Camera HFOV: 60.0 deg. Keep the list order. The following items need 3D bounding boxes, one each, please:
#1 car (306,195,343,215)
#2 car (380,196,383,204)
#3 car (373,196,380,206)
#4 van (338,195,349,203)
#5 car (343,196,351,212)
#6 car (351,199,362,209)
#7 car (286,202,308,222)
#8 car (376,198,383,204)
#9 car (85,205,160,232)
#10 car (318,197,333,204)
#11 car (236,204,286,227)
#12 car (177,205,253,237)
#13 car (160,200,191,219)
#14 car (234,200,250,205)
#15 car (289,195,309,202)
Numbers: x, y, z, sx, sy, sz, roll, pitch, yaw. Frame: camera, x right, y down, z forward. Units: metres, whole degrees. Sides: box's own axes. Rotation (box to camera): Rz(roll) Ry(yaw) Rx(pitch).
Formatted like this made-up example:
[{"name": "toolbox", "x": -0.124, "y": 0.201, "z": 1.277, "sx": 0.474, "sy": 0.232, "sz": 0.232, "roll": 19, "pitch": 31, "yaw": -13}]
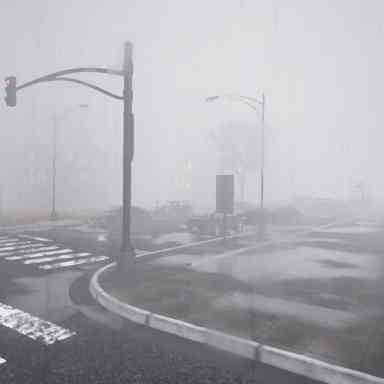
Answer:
[{"name": "car", "x": 15.138, "y": 1.569, "z": 37.805, "sx": 2.192, "sy": 1.841, "sz": 5.009, "roll": 1, "pitch": 0, "yaw": 36}, {"name": "car", "x": 41.369, "y": 1.784, "z": 73.637, "sx": 2.192, "sy": 1.841, "sz": 5.009, "roll": 1, "pitch": 0, "yaw": 36}, {"name": "car", "x": 34.892, "y": 1.940, "z": 64.828, "sx": 1.752, "sy": 1.417, "sz": 4.829, "roll": 1, "pitch": 0, "yaw": 36}, {"name": "van", "x": 37.902, "y": 1.706, "z": 83.071, "sx": 1.690, "sy": 1.788, "sz": 3.998, "roll": 1, "pitch": 0, "yaw": 36}, {"name": "car", "x": 18.398, "y": 1.720, "z": 42.298, "sx": 1.967, "sy": 1.590, "sz": 4.097, "roll": 1, "pitch": 0, "yaw": 36}, {"name": "car", "x": 24.930, "y": 1.773, "z": 51.273, "sx": 1.967, "sy": 1.590, "sz": 4.097, "roll": 1, "pitch": 0, "yaw": 36}, {"name": "car", "x": 7.926, "y": 1.779, "z": 27.921, "sx": 1.802, "sy": 1.307, "sz": 4.206, "roll": 1, "pitch": 0, "yaw": 36}, {"name": "car", "x": 44.653, "y": 2.047, "z": 78.111, "sx": 2.008, "sy": 1.369, "sz": 4.403, "roll": 1, "pitch": 0, "yaw": 36}, {"name": "car", "x": -4.465, "y": 1.570, "z": 21.052, "sx": 1.812, "sy": 1.442, "sz": 4.674, "roll": 1, "pitch": 0, "yaw": 36}, {"name": "car", "x": 28.038, "y": 1.849, "z": 69.652, "sx": 1.947, "sy": 1.339, "sz": 4.313, "roll": 1, "pitch": 0, "yaw": 36}, {"name": "car", "x": 4.682, "y": 1.737, "z": 23.505, "sx": 1.947, "sy": 1.339, "sz": 4.313, "roll": 1, "pitch": 0, "yaw": 36}, {"name": "car", "x": 1.435, "y": 1.696, "z": 19.088, "sx": 2.008, "sy": 1.369, "sz": 4.403, "roll": 1, "pitch": 0, "yaw": 36}, {"name": "car", "x": -1.650, "y": 1.481, "z": 29.474, "sx": 1.967, "sy": 1.590, "sz": 4.097, "roll": 1, "pitch": 0, "yaw": 36}, {"name": "car", "x": 4.374, "y": 1.619, "z": 33.069, "sx": 1.837, "sy": 1.490, "sz": 4.892, "roll": 1, "pitch": 0, "yaw": 36}, {"name": "car", "x": 16.024, "y": 1.489, "z": 48.752, "sx": 2.150, "sy": 2.045, "sz": 5.566, "roll": 1, "pitch": 0, "yaw": 36}]
